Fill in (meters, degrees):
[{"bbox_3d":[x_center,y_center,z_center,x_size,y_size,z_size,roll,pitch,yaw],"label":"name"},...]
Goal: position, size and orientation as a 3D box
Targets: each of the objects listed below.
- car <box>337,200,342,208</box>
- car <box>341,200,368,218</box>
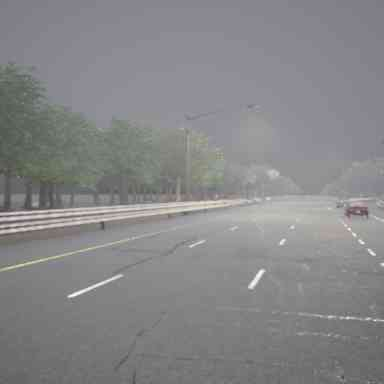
[{"bbox_3d":[25.457,2.006,55.948,2.033,1.411,5.357,0,0,27],"label":"car"},{"bbox_3d":[16.788,1.768,34.156,1.882,1.535,5.008,0,0,20],"label":"car"}]
